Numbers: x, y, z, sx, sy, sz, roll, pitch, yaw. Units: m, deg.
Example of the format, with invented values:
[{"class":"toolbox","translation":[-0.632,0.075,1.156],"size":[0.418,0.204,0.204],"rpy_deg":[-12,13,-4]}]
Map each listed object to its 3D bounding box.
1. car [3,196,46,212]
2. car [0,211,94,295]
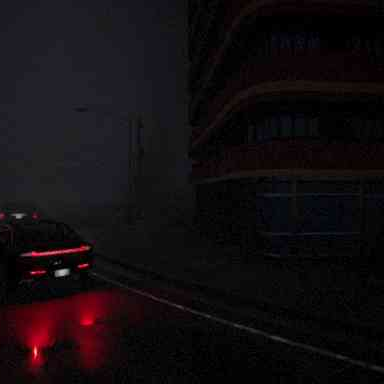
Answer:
[{"class":"car","translation":[-10.076,1.354,19.914],"size":[2.097,1.767,4.553],"rpy_deg":[0,0,-20]},{"class":"car","translation":[-4.301,1.491,8.890],"size":[2.128,1.511,4.902],"rpy_deg":[0,0,-40]}]
